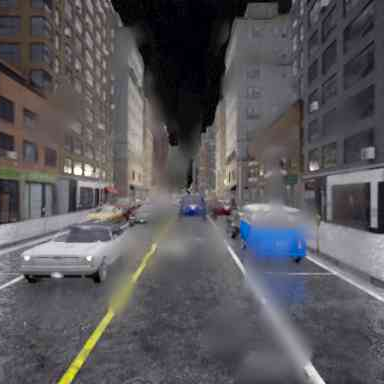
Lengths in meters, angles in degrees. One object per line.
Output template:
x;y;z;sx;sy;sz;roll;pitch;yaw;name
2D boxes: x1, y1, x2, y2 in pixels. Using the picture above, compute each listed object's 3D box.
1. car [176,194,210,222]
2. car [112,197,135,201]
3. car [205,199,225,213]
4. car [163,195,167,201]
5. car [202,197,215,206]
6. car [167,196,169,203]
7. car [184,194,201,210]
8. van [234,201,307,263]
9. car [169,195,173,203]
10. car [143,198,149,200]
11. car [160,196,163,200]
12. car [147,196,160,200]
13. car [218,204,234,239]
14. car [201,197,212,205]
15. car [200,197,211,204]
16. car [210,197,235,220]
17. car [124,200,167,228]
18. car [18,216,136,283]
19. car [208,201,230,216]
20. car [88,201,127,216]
0.095;1.246;26.745;2.150;2.045;5.566;0;0;0;car
-5.853;1.341;28.232;2.192;1.841;5.009;1;0;0;car
2.671;1.596;39.232;2.008;1.369;4.403;1;0;0;car
-5.859;1.624;55.696;2.008;1.369;4.403;0;0;0;car
2.668;1.621;55.706;1.887;1.381;4.507;0;0;0;car
-5.859;1.526;61.189;1.967;1.590;4.097;0;0;0;car
0.088;1.278;44.587;2.150;2.045;5.566;0;0;0;car
2.679;1.352;11.775;1.690;1.788;3.998;1;0;0;van
-5.861;1.553;72.176;1.967;1.590;4.097;0;0;0;car
-5.857;1.616;33.725;1.802;1.307;4.206;1;0;0;car
-5.859;1.587;50.034;1.752;1.417;4.829;1;0;0;car
-5.857;1.492;44.710;1.967;1.590;4.097;1;0;0;car
2.676;1.567;17.266;2.008;1.369;4.403;1;0;0;car
2.666;1.633;61.197;1.887;1.381;4.507;0;0;0;car
2.665;1.652;66.689;2.008;1.369;4.403;0;0;0;car
2.676;1.344;28.249;2.192;1.841;5.009;1;0;0;car
-3.042;1.527;22.710;1.837;1.490;4.892;0;0;0;car
-3.095;1.609;9.828;1.895;1.301;4.718;0;0;0;car
2.673;1.602;33.740;1.947;1.339;4.313;1;0;0;car
-5.855;1.545;22.569;1.752;1.417;4.829;1;0;0;car
